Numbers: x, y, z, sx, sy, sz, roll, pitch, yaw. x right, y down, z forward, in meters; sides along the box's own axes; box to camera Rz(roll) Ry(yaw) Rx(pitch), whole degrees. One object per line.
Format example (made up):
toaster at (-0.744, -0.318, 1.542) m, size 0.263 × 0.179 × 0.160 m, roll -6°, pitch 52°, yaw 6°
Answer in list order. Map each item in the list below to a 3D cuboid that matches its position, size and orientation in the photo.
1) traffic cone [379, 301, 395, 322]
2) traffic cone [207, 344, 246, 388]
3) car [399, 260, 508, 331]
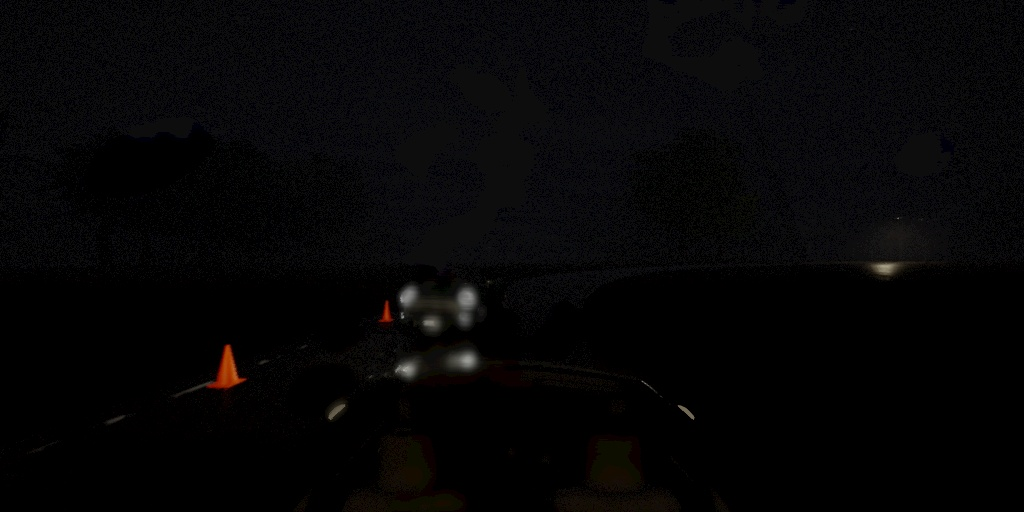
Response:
traffic cone at (-3.713, 1.616, 10.635) m, size 0.340 × 0.580 × 0.340 m, roll 0°, pitch 0°, yaw 9°
traffic cone at (-4.334, 1.645, 5.458) m, size 0.340 × 0.580 × 0.340 m, roll 0°, pitch 0°, yaw 4°
car at (-1.518, 1.029, 10.832) m, size 2.097 × 1.767 × 4.553 m, roll 1°, pitch 1°, yaw 11°
